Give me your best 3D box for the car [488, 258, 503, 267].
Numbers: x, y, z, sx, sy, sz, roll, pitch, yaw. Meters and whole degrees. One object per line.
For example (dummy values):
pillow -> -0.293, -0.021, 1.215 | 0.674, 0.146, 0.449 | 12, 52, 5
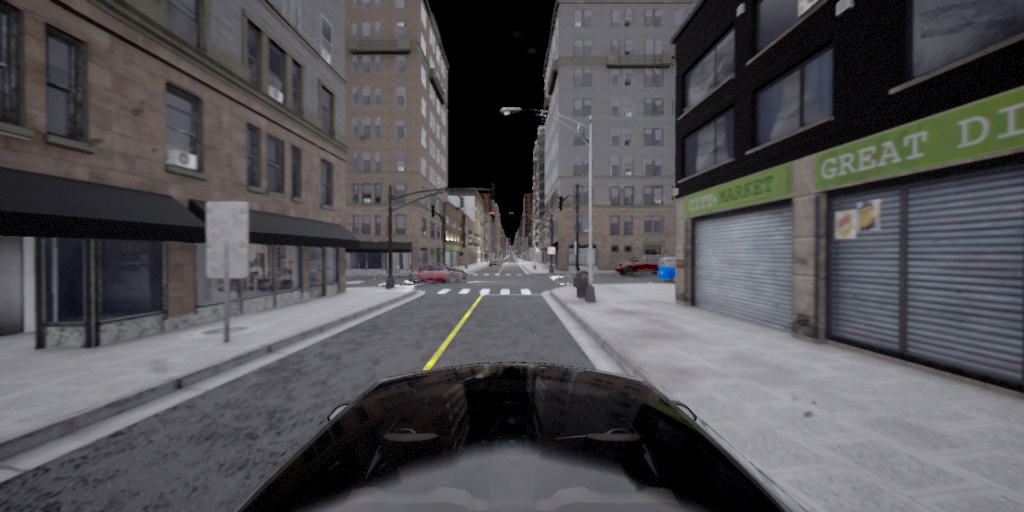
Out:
car -> -3.050, 1.263, 63.114 | 1.994, 1.385, 4.181 | 0, 0, 1

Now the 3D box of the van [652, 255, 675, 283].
van -> 12.110, 0.929, 24.567 | 3.998, 1.789, 1.690 | 0, 0, 0

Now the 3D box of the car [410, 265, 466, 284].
car -> -5.599, 1.359, 27.277 | 4.181, 1.385, 1.994 | -1, 0, 0

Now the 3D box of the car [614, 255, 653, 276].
car -> 12.084, 0.833, 33.092 | 5.009, 1.841, 2.192 | 0, 0, 0
